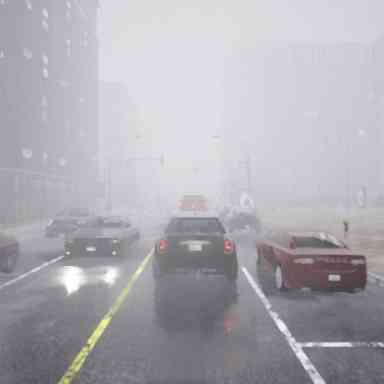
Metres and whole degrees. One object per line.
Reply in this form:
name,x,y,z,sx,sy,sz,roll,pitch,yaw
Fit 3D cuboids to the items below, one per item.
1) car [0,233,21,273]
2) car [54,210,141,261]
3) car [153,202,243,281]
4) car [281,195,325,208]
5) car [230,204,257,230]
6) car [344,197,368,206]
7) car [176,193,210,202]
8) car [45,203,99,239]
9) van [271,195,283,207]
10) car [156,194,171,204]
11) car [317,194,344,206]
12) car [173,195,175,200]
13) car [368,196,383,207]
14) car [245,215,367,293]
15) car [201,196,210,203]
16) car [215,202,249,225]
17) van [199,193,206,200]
car,-5.756,1.578,8.028,1.802,1.307,4.206,1,0,0
car,-3.093,1.558,12.165,1.994,1.385,4.181,0,0,0
car,0.086,1.346,10.013,2.097,1.767,4.553,0,0,0
car,13.723,1.386,41.359,4.206,1.307,1.802,0,0,0
car,2.839,1.542,19.164,2.008,1.369,4.403,1,0,0
car,24.845,1.383,49.654,4.507,1.381,1.887,0,0,0
car,0.098,1.208,27.728,2.150,2.045,5.566,0,0,0
car,-5.800,1.432,16.933,1.967,1.590,4.097,1,0,0
van,13.788,1.264,49.741,3.998,1.788,1.690,0,0,0
car,-5.644,1.291,62.971,2.192,1.841,5.009,1,0,0
car,19.316,1.196,49.698,5.009,1.841,2.192,0,0,0
car,-2.956,1.195,86.225,2.150,2.045,5.566,0,0,0
car,24.778,1.160,41.275,4.097,1.590,1.967,0,0,0
car,2.788,1.541,8.733,1.887,1.381,4.507,1,0,0
car,2.735,1.556,68.497,1.802,1.307,4.206,1,0,0
car,2.842,1.540,24.734,2.008,1.369,4.403,1,0,0
van,2.750,1.310,90.783,1.690,1.788,3.998,1,0,0
